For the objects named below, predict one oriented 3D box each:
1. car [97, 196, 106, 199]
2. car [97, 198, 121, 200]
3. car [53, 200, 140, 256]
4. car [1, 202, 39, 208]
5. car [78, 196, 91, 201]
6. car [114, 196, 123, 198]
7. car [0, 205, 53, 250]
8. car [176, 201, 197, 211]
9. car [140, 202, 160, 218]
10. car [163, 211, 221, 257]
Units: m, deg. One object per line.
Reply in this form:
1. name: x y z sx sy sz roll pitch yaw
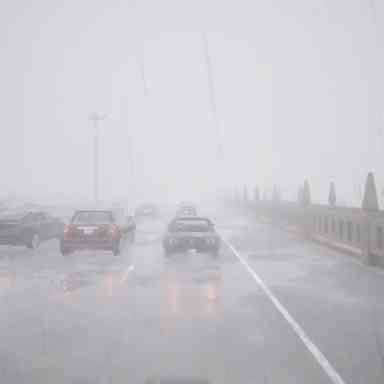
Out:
1. car: -19.266 1.618 70.744 1.812 1.442 4.674 0 0 -2
2. car: -7.532 1.569 30.769 1.812 1.442 4.674 0 0 -2
3. car: -3.568 1.371 13.436 2.097 1.767 4.553 0 0 -1
4. car: -14.682 1.606 29.610 1.994 1.385 4.181 0 0 -2
5. car: -22.764 1.618 70.644 2.128 1.511 4.902 0 0 -2
6. car: -15.767 1.594 70.844 1.837 1.490 4.892 0 0 -2
7. car: -7.085 1.525 14.445 1.837 1.490 4.892 0 0 -1
8. car: -0.532 1.570 30.884 1.812 1.442 4.674 0 0 -2
9. car: -4.009 1.607 30.386 1.994 1.385 4.181 0 0 -2
10. car: -0.045 1.619 12.948 1.895 1.301 4.718 0 0 -1
